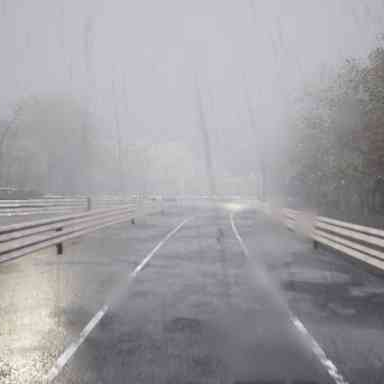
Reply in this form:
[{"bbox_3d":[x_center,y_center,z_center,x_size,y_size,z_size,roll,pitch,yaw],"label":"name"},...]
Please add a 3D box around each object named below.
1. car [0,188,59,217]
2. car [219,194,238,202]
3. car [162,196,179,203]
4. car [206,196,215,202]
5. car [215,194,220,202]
[{"bbox_3d":[-12.843,0.758,25.455,2.150,2.045,5.566,0,-1,22],"label":"car"},{"bbox_3d":[9.017,1.814,81.703,2.033,1.411,5.357,0,-1,21],"label":"car"},{"bbox_3d":[-4.205,1.494,66.880,1.882,1.535,5.008,0,-1,21],"label":"car"},{"bbox_3d":[5.380,1.853,91.725,1.837,1.490,4.892,0,-1,21],"label":"car"},{"bbox_3d":[8.653,1.590,90.484,2.150,2.045,5.566,0,-1,21],"label":"car"}]
